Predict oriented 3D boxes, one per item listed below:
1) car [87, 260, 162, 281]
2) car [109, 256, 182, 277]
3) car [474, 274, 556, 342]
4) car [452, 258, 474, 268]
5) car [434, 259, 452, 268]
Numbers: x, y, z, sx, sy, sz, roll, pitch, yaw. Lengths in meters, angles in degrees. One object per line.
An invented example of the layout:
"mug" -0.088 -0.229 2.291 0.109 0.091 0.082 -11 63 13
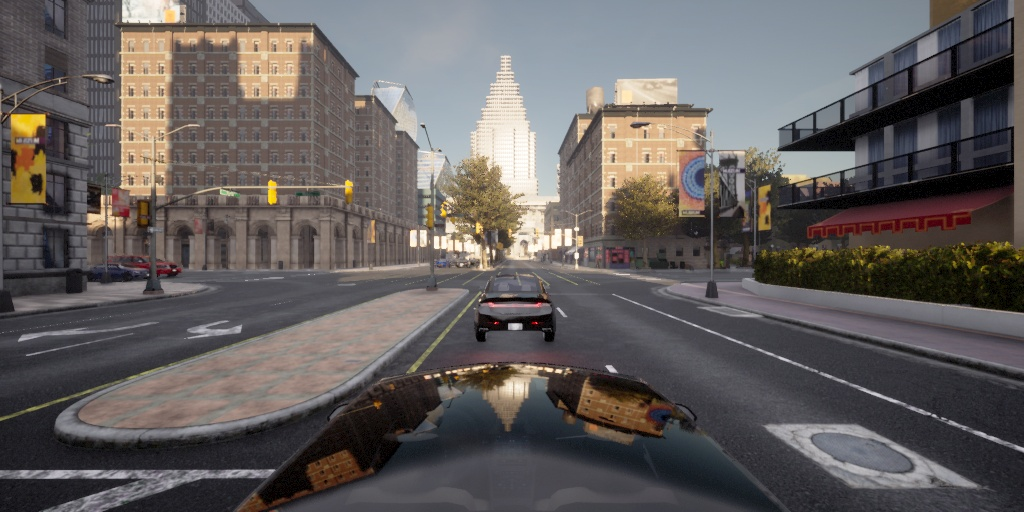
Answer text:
"car" -31.989 1.275 29.242 4.674 1.442 1.812 0 0 0
"car" -33.648 0.972 32.736 5.566 2.045 2.150 0 0 -1
"car" 0.081 1.241 9.806 2.128 1.511 4.902 0 0 0
"car" -8.045 1.241 59.624 2.128 1.511 4.902 0 0 0
"car" -11.541 1.227 60.040 1.882 1.535 5.008 0 0 0
